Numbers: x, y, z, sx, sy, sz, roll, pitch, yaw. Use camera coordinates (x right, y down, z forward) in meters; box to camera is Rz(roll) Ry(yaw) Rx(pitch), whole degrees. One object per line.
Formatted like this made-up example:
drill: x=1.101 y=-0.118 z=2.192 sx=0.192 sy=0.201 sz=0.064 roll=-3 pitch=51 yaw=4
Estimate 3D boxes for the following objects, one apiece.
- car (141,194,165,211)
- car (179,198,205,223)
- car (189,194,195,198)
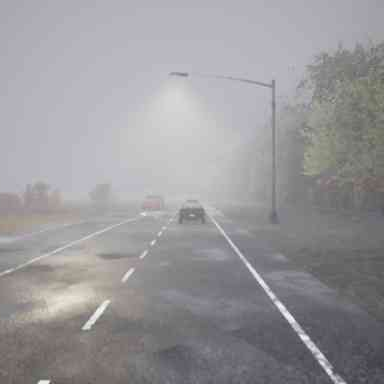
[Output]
car: x=-4.941 y=1.297 z=43.211 sx=2.150 sy=2.045 sz=5.566 roll=0 pitch=0 yaw=7
car: x=0.004 y=1.525 z=26.310 sx=1.882 sy=1.535 sz=5.008 roll=0 pitch=0 yaw=0
car: x=0.006 y=1.558 z=52.400 sx=1.882 sy=1.535 sz=5.008 roll=0 pitch=0 yaw=0
